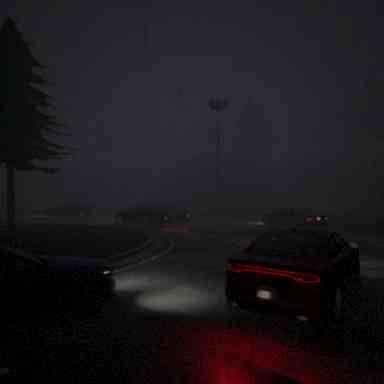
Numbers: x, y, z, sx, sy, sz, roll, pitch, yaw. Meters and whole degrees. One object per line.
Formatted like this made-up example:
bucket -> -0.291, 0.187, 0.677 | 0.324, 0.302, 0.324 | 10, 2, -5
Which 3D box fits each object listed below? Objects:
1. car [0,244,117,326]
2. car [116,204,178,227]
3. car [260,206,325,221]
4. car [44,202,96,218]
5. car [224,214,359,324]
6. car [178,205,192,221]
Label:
car -> -3.617, 1.582, 5.719 | 4.674, 1.442, 1.812 | 0, 0, -40
car -> -3.638, 1.654, 24.537 | 5.008, 1.535, 1.882 | -1, -2, 42
car -> 6.658, 1.659, 22.168 | 2.033, 1.411, 5.357 | 0, 0, -20
car -> -12.213, 1.778, 33.354 | 4.892, 1.490, 1.837 | 0, -2, -4
car -> 2.502, 1.516, 7.462 | 1.882, 1.535, 5.008 | 0, 0, 33
car -> -2.162, 1.715, 27.810 | 4.674, 1.442, 1.812 | -1, -1, 37
